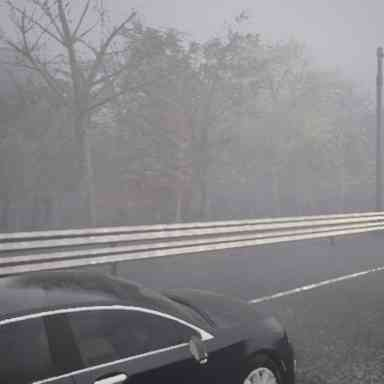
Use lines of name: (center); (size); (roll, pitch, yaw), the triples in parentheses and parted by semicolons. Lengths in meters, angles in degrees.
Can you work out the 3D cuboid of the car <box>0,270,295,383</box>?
car: (-1.109, 1.512, 2.964); (4.892, 1.490, 1.837); (1, 0, -36)
